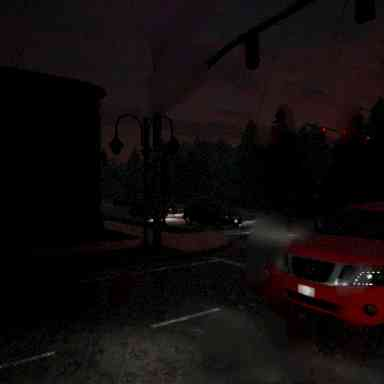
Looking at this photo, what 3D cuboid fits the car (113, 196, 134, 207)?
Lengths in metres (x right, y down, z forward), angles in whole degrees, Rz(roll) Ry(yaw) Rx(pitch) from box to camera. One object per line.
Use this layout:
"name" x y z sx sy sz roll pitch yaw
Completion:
"car" -10.485 1.352 51.359 2.097 1.767 4.553 0 0 -35

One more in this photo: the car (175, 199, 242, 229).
"car" 1.248 1.491 22.061 2.128 1.511 4.902 0 0 -35

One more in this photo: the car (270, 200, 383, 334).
"car" 4.102 1.221 6.889 5.566 2.045 2.150 0 0 -35

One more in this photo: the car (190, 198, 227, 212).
"car" 1.854 1.505 39.814 1.837 1.490 4.892 0 0 -35

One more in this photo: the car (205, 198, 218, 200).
"car" 1.836 1.505 27.323 1.837 1.490 4.892 0 0 -35

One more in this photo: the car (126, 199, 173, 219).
"car" -3.853 1.564 29.360 1.994 1.385 4.181 0 0 -35

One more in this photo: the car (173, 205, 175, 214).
"car" -3.248 1.564 34.620 1.994 1.385 4.181 0 0 -35
